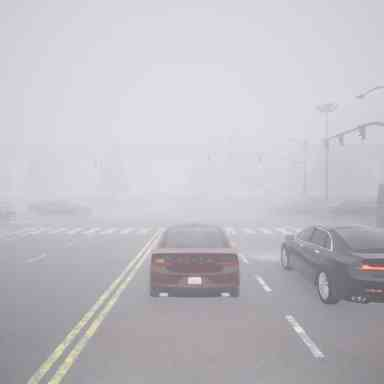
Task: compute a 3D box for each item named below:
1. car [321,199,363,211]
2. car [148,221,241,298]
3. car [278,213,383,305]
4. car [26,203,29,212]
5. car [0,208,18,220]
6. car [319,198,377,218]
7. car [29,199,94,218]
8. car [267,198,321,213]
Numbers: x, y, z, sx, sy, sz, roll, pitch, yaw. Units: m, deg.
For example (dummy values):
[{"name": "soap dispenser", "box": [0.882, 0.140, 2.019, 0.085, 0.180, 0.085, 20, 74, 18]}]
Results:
[{"name": "car", "box": [17.974, 1.564, 40.087, 4.181, 1.385, 1.994, 0, 0, 0]}, {"name": "car", "box": [0.057, 1.478, 8.591, 1.882, 1.535, 5.008, 0, 0, 0]}, {"name": "car", "box": [3.555, 1.505, 8.078, 1.837, 1.490, 4.892, 0, 0, 0]}, {"name": "car", "box": [-13.785, 1.491, 33.005, 4.902, 1.511, 2.128, 0, 0, 0]}, {"name": "car", "box": [-16.536, 1.547, 25.800, 5.357, 1.411, 2.033, 0, 0, 4]}, {"name": "car", "box": [14.111, 1.525, 29.400, 4.674, 1.442, 1.812, 0, 0, 0]}, {"name": "car", "box": [-11.259, 1.493, 29.496, 4.902, 1.511, 2.128, 0, 0, 0]}, {"name": "car", "box": [10.234, 1.547, 32.915, 5.357, 1.411, 2.033, 0, 0, 0]}]
